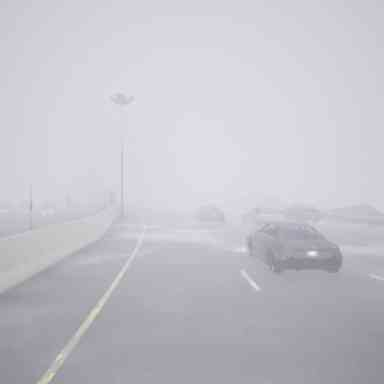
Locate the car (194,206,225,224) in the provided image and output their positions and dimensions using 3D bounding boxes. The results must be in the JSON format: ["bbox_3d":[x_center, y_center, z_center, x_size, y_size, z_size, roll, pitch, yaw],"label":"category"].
[{"bbox_3d":[1.386,1.810,27.505,1.994,1.385,4.181,0,-1,-8],"label":"car"}]

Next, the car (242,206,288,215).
[{"bbox_3d":[5.272,1.814,25.322,1.895,1.301,4.718,0,-1,-8],"label":"car"}]

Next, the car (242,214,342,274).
[{"bbox_3d":[3.145,1.655,11.013,1.994,1.385,4.181,0,0,-3],"label":"car"}]

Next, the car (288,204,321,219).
[{"bbox_3d":[8.547,1.708,26.939,2.128,1.511,4.902,0,-1,-8],"label":"car"}]
